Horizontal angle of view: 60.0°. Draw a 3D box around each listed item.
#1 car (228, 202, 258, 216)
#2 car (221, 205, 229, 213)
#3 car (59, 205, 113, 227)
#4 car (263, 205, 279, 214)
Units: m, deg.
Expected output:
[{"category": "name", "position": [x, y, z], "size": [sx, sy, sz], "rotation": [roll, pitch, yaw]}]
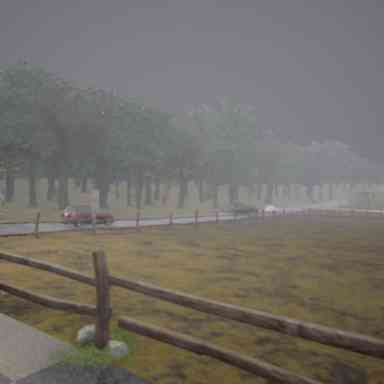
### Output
[{"category": "car", "position": [8.552, 2.687, 53.006], "size": [2.150, 2.045, 5.566], "rotation": [3, 1, 35]}, {"category": "car", "position": [6.701, 2.839, 55.319], "size": [2.128, 1.511, 4.902], "rotation": [3, 1, 36]}, {"category": "car", "position": [-8.872, 1.947, 28.390], "size": [2.097, 1.767, 4.553], "rotation": [3, 0, 35]}, {"category": "car", "position": [14.687, 3.161, 61.804], "size": [1.812, 1.442, 4.674], "rotation": [3, 1, 35]}]
